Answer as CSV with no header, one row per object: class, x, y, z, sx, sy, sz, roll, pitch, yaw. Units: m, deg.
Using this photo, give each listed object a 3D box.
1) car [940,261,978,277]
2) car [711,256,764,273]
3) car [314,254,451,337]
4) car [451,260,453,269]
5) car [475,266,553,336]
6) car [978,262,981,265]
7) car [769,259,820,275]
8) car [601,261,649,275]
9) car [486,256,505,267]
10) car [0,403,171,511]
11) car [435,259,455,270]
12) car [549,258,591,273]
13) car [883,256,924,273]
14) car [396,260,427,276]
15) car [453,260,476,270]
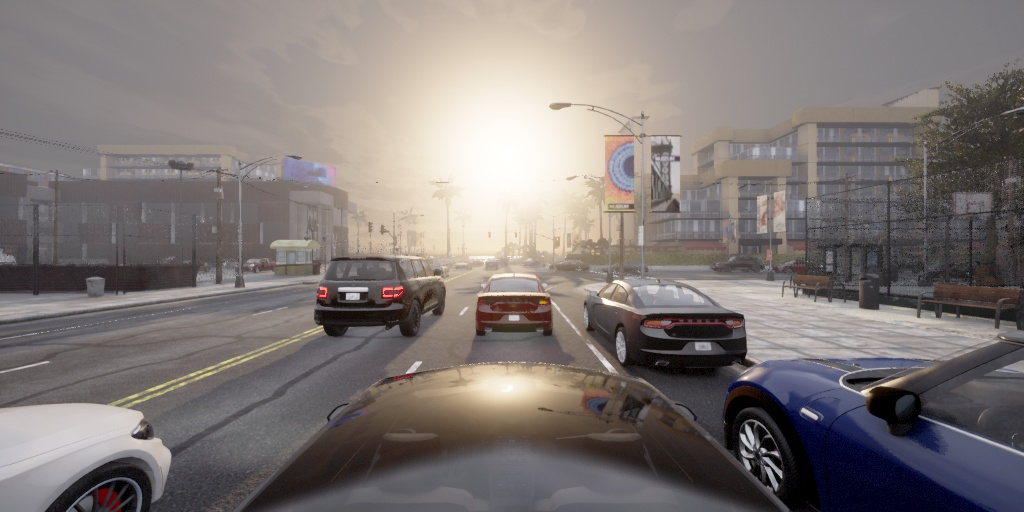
car,45.182,1.255,35.271,4.892,1.490,1.837,0,0,-1
car,26.511,0.971,42.205,5.566,2.045,2.150,0,0,0
car,-3.437,0.971,10.475,2.150,2.045,5.566,0,0,0
car,-7.086,1.314,33.194,1.994,1.385,4.181,0,0,0
car,0.064,1.228,10.461,1.882,1.535,5.008,0,0,0
car,45.183,1.102,31.771,4.553,1.767,2.097,0,0,-1
car,30.460,1.101,38.730,4.553,1.767,2.097,0,0,0
car,12.180,1.256,38.793,4.892,1.490,1.837,0,0,3
car,-2.916,1.228,58.200,1.882,1.535,5.008,-1,0,8
car,-3.411,1.276,0.637,1.812,1.442,4.674,0,0,0
car,-10.209,1.254,54.905,1.837,1.490,4.892,0,0,4
car,7.085,1.228,43.950,5.008,1.535,1.882,0,1,25
car,45.090,1.067,42.270,5.566,2.045,2.150,0,0,-1
car,-10.573,1.255,38.068,1.837,1.490,4.892,0,0,0
car,-6.935,1.297,51.592,2.033,1.411,5.357,0,0,2
